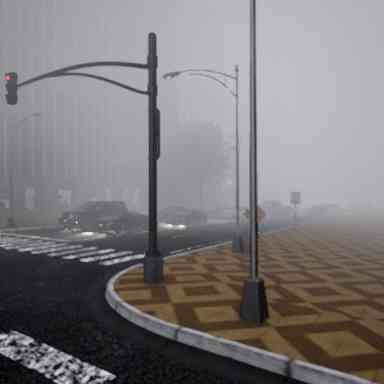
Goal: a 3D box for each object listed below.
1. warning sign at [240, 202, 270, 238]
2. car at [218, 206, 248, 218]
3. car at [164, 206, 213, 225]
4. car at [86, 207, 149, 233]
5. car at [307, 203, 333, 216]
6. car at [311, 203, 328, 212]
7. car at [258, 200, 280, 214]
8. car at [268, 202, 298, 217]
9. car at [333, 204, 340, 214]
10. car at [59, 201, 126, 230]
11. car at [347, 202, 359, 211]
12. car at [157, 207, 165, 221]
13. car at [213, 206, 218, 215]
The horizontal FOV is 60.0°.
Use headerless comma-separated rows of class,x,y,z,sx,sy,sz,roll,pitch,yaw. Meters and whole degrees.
warning sign,3.469,1.505,18.295,1.300,1.860,1.060,1,0,33
car,5.230,2.369,38.533,1.895,1.301,4.718,0,-1,33
car,-0.235,2.148,30.044,1.994,1.385,4.181,0,-1,32
car,-4.771,1.996,22.982,1.994,1.385,4.181,0,-1,33
car,16.895,2.483,44.400,2.033,1.411,5.357,0,-1,33
car,22.913,2.719,59.686,1.882,1.535,5.008,0,-2,33
car,11.077,2.184,47.560,2.150,2.045,5.566,0,-1,33
car,12.044,2.428,42.770,2.033,1.411,5.357,0,-1,33
car,22.191,2.618,52.734,1.837,1.490,4.892,0,-1,33
car,-7.221,1.681,25.181,2.150,2.045,5.566,0,-1,33
car,31.854,2.848,65.670,1.801,1.575,5.366,0,-1,33
car,-2.036,2.138,33.245,1.837,1.490,4.892,0,-1,33
car,3.446,2.419,41.762,1.895,1.301,4.718,0,-1,33
